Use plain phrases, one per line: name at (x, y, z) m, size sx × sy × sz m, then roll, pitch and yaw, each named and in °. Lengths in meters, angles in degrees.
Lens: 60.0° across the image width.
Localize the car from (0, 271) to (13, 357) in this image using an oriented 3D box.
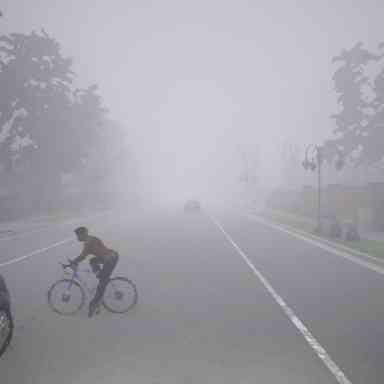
car at (-3.601, 1.353, 2.822) m, size 2.097 × 1.767 × 4.553 m, roll 0°, pitch 0°, yaw 0°

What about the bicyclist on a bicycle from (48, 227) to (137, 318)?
bicyclist on a bicycle at (-1.835, 1.455, 6.083) m, size 1.656 × 1.620 × 0.582 m, roll -2°, pitch 0°, yaw 0°

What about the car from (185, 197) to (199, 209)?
car at (-0.020, 1.503, 46.423) m, size 1.812 × 1.442 × 4.674 m, roll 0°, pitch 0°, yaw 0°

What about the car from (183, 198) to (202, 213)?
car at (0.044, 1.488, 36.418) m, size 2.128 × 1.511 × 4.902 m, roll 0°, pitch 0°, yaw 0°
